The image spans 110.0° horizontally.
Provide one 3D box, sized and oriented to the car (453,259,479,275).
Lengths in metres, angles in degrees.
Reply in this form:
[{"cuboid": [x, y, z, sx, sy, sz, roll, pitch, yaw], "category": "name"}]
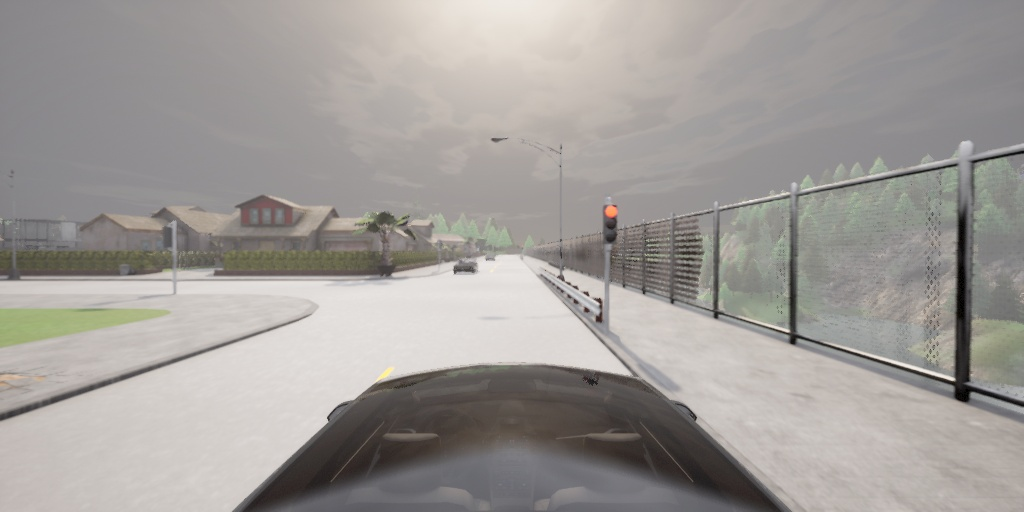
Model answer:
[{"cuboid": [-4.001, 0.924, 31.616, 1.895, 1.301, 4.718, 0, 1, 0], "category": "car"}]
